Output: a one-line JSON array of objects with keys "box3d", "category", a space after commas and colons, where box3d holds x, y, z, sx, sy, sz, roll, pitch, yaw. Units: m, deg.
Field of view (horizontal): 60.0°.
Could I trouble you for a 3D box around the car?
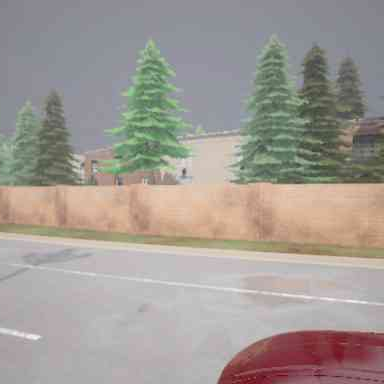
[{"box3d": [2.541, 1.478, 1.763, 5.008, 1.535, 1.882, 0, 0, 17], "category": "car"}]
